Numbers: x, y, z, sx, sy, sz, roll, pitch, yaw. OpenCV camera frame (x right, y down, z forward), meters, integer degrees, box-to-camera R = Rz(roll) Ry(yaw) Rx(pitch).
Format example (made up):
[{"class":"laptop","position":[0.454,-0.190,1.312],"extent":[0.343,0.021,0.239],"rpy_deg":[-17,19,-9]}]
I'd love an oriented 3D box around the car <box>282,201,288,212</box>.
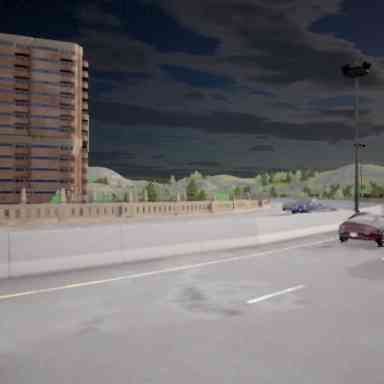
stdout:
[{"class":"car","position":[14.134,2.025,47.352],"extent":[1.837,1.490,4.892],"rpy_deg":[0,-1,28]}]

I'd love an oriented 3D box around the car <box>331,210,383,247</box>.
[{"class":"car","position":[8.707,1.716,16.188],"extent":[4.674,1.442,1.812],"rpy_deg":[1,-1,-45]}]

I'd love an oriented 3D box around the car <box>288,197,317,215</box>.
[{"class":"car","position":[13.425,1.656,39.095],"extent":[2.150,2.045,5.566],"rpy_deg":[0,-1,32]}]

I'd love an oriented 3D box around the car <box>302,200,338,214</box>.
[{"class":"car","position":[12.545,1.848,31.667],"extent":[2.128,1.511,4.902],"rpy_deg":[0,-1,36]}]
